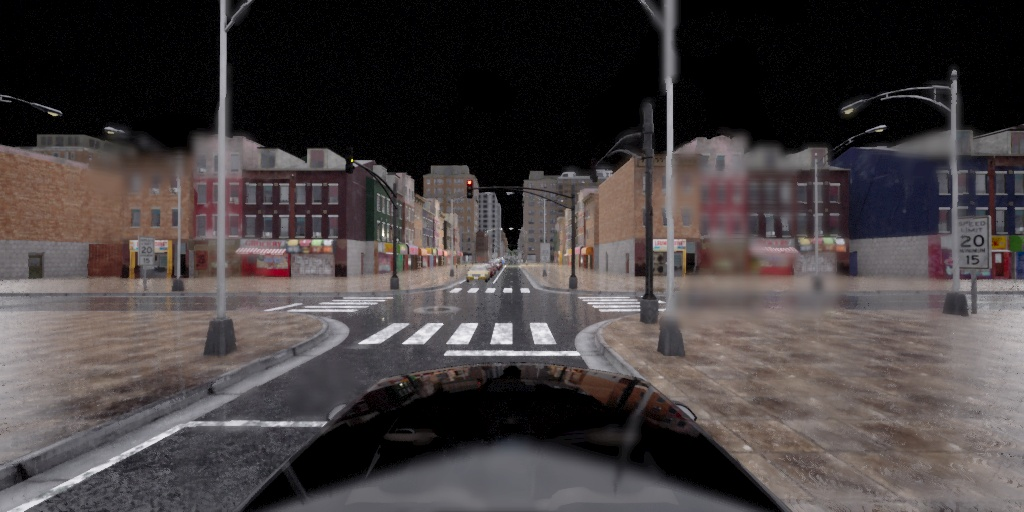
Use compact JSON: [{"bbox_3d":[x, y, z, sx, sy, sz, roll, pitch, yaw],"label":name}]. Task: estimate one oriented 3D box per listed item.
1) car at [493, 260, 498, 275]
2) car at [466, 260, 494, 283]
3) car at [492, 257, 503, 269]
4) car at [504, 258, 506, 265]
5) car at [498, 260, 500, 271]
[{"bbox_3d":[-2.636,1.320,34.450,1.888,1.381,4.507,0,0,0],"label":"car"},{"bbox_3d":[-2.636,1.292,28.675,1.751,1.417,4.829,0,0,0],"label":"car"},{"bbox_3d":[-2.636,1.250,51.265,1.967,1.591,4.097,0,0,0],"label":"car"},{"bbox_3d":[-2.637,1.154,62.476,2.192,1.841,5.009,0,0,0],"label":"car"},{"bbox_3d":[-2.636,1.367,40.055,1.802,1.307,4.207,0,0,0],"label":"car"}]
